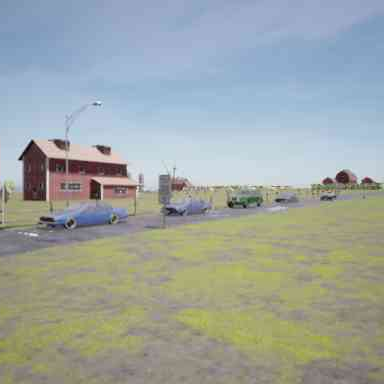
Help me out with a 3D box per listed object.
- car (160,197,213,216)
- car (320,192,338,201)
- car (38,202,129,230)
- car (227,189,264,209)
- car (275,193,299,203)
[{"bbox_3d":[-0.319,1.176,28.203,2.033,1.411,5.357,1,1,36],"label":"car"},{"bbox_3d":[22.607,0.726,54.746,1.895,1.301,4.718,1,1,36],"label":"car"},{"bbox_3d":[-6.310,1.324,20.017,2.033,1.411,5.357,1,1,37],"label":"car"},{"bbox_3d":[5.997,0.690,36.876,2.150,2.045,5.566,1,1,36],"label":"car"},{"bbox_3d":[13.562,0.823,47.181,2.033,1.411,5.357,1,1,36],"label":"car"}]
